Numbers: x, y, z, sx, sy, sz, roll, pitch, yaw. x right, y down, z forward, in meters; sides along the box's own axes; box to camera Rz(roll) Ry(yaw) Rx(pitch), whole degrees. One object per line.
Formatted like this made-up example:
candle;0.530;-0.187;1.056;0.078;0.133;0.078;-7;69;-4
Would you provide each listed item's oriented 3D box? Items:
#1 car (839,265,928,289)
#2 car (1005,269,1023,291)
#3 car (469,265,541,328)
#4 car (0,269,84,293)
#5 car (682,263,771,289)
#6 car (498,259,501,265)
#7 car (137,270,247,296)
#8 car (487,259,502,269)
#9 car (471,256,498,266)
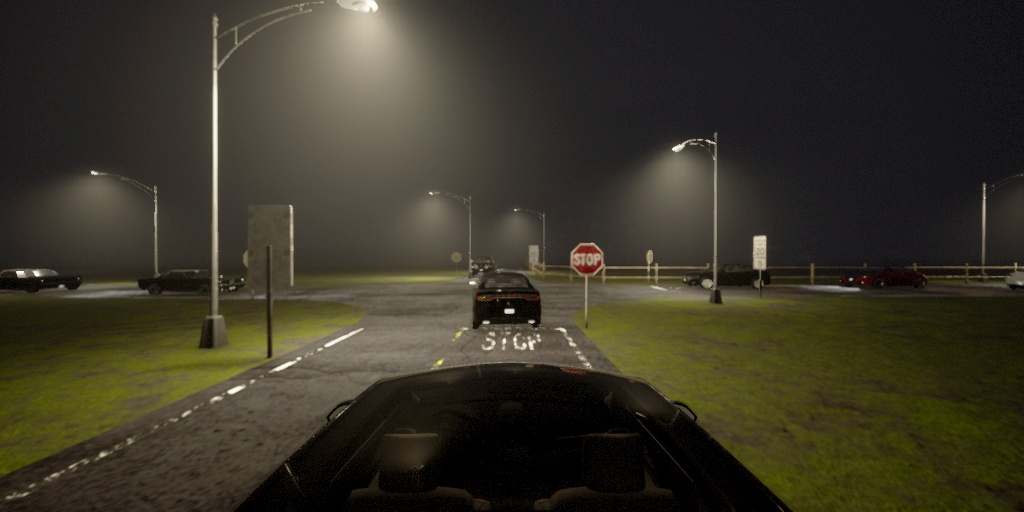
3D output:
car;23.192;1.289;22.491;4.181;1.385;1.994;0;1;-2
car;30.211;1.272;19.759;4.674;1.442;1.812;0;1;-2
car;-0.332;1.231;11.491;1.882;1.535;5.008;0;0;-6
car;-27.675;1.419;20.739;4.718;1.301;1.895;0;0;11
car;13.203;1.209;22.237;5.008;1.535;1.882;0;1;0
car;-2.844;1.335;46.485;1.994;1.385;4.181;0;0;-1
car;-17.025;1.393;19.234;4.718;1.301;1.895;0;1;6
car;-2.813;1.270;58.909;2.128;1.511;4.902;0;0;0
car;-2.862;0.987;36.225;2.150;2.045;5.566;0;0;0
